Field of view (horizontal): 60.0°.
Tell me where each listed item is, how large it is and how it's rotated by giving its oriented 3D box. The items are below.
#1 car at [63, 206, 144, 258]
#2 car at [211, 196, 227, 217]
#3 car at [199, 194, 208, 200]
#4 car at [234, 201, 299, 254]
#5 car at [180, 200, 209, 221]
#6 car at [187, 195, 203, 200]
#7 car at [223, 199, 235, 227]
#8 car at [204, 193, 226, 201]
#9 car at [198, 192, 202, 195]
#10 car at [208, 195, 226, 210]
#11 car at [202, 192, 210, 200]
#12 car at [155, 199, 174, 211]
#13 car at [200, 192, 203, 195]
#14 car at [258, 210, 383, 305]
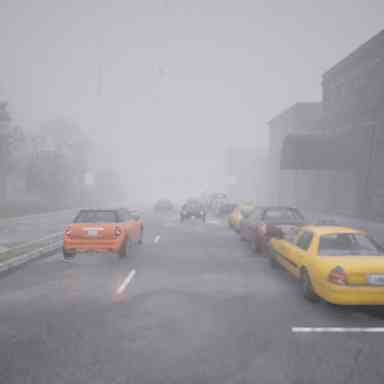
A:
[{"bbox_3d":[-3.158,1.321,12.715,2.097,1.767,4.553,0,0,0],"label":"car"},{"bbox_3d":[3.199,1.408,30.122,2.231,1.521,4.892,0,0,0],"label":"car"},{"bbox_3d":[3.122,1.289,90.936,2.163,1.488,4.792,0,0,0],"label":"car"},{"bbox_3d":[3.219,1.321,13.521,2.185,1.767,4.553,0,0,0],"label":"car"},{"bbox_3d":[0.079,1.537,26.117,1.895,1.301,4.718,0,0,0],"label":"car"},{"bbox_3d":[0.058,1.403,41.687,1.837,1.490,4.892,0,0,0],"label":"car"},{"bbox_3d":[3.214,1.430,19.264,1.946,1.575,5.366,0,0,0],"label":"car"},{"bbox_3d":[3.176,1.363,47.015,1.946,1.575,5.366,0,0,0],"label":"car"},{"bbox_3d":[3.140,1.048,74.357,2.435,2.045,5.566,0,0,0],"label":"car"},{"bbox_3d":[3.193,1.394,35.648,2.231,1.521,4.892,0,0,0],"label":"car"},{"bbox_3d":[3.169,1.227,52.323,2.185,1.767,4.553,0,0,0],"label":"car"},{"bbox_3d":[-3.188,1.470,38.893,1.994,1.385,4.181,0,0,0],"label":"car"},{"bbox_3d":[3.208,1.324,64.937,2.231,1.521,4.892,0,0,1],"label":"car"},{"bbox_3d":[3.219,1.457,8.212,1.946,1.575,5.366,0,0,0],"label":"car"}]
